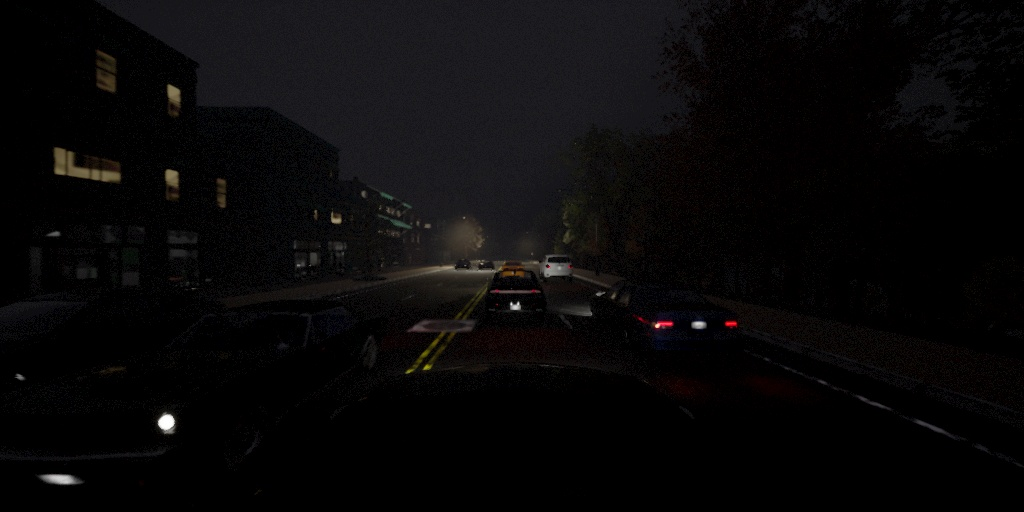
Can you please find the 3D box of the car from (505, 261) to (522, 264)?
[{"bbox_3d":[0.094,1.148,30.371,1.882,1.535,5.008,0,0,0],"label":"car"}]

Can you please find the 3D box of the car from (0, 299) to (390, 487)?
[{"bbox_3d":[-3.352,1.342,4.868,1.895,1.301,4.718,0,0,0],"label":"car"}]

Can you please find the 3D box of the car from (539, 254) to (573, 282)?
[{"bbox_3d":[3.345,0.899,27.978,2.150,2.045,5.566,0,0,0],"label":"car"}]

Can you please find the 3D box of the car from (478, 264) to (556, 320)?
[{"bbox_3d":[0.098,1.212,12.421,2.128,1.511,4.902,0,0,0],"label":"car"}]

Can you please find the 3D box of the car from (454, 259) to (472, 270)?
[{"bbox_3d":[-6.588,1.122,48.571,1.837,1.490,4.892,0,1,0],"label":"car"}]

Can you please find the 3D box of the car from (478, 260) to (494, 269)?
[{"bbox_3d":[-3.339,1.186,47.525,1.994,1.385,4.181,0,0,0],"label":"car"}]

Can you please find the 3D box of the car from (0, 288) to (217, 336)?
[{"bbox_3d":[-6.602,1.265,5.459,1.812,1.442,4.674,0,0,0],"label":"car"}]

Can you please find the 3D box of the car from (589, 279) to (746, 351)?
[{"bbox_3d":[3.349,1.278,8.930,2.033,1.411,5.357,0,0,0],"label":"car"}]
